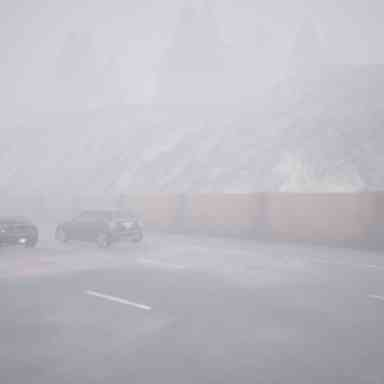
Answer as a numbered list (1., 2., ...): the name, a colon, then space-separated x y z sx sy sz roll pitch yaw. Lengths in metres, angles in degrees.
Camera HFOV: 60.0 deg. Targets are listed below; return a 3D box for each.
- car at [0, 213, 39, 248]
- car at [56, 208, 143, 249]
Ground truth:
1. car: -8.693 1.709 14.693 4.892 1.490 1.837 -1 -1 36
2. car: -4.532 1.558 15.984 4.553 1.767 2.097 -1 -1 36
